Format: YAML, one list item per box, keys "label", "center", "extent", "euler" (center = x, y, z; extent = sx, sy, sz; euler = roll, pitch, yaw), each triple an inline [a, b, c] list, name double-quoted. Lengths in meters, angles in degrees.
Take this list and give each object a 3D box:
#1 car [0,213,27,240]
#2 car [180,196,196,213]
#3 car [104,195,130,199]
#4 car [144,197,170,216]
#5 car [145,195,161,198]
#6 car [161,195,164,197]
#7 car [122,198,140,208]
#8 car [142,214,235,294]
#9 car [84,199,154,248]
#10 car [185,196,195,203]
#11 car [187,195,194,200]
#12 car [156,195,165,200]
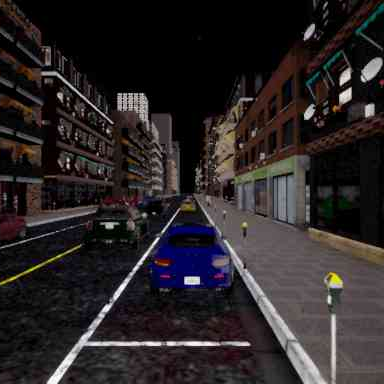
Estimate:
- label: "car"
  center: [-8.835, 1.583, 14.612]
  extent: [1.802, 1.307, 4.206]
  euler: [0, 0, 0]
- label: "car"
  center: [-0.454, 1.524, 37.323]
  extent: [1.752, 1.417, 4.829]
  euler: [0, 0, 0]
- label: "car"
  center: [-8.833, 1.314, 37.157]
  extent: [2.192, 1.841, 5.009]
  euler: [0, 0, 0]
- label: "car"
  center: [-3.142, 1.508, 30.038]
  extent: [1.837, 1.490, 4.892]
  euler: [0, 0, 0]
- label: "car"
  center: [-6.148, 1.347, 48.399]
  extent: [2.097, 1.767, 4.553]
  euler: [0, 0, 0]
- label: "car"
  center: [-8.834, 1.540, 87.882]
  extent: [2.008, 1.369, 4.403]
  euler: [0, 0, 0]
- label: "car"
  center: [-8.834, 1.543, 48.430]
  extent: [1.887, 1.381, 4.507]
  euler: [0, 0, 0]
- label: "car"
  center: [0.004, 1.526, 8.649]
  extent: [1.812, 1.442, 4.674]
  euler: [0, 0, 0]
- label: "car"
  center: [-3.144, 1.351, 14.824]
  extent: [2.097, 1.767, 4.553]
  euler: [0, 0, 0]
- label: "car"
  center: [-0.453, 1.545, 70.970]
  extent: [2.008, 1.369, 4.403]
  euler: [0, 0, 0]
- label: "car"
  center: [-0.452, 1.513, 93.685]
  extent: [1.752, 1.417, 4.829]
  euler: [0, 0, 0]
- label: "car"
  center: [-8.834, 1.539, 93.519]
  extent: [2.008, 1.369, 4.403]
  euler: [0, 0, 0]
